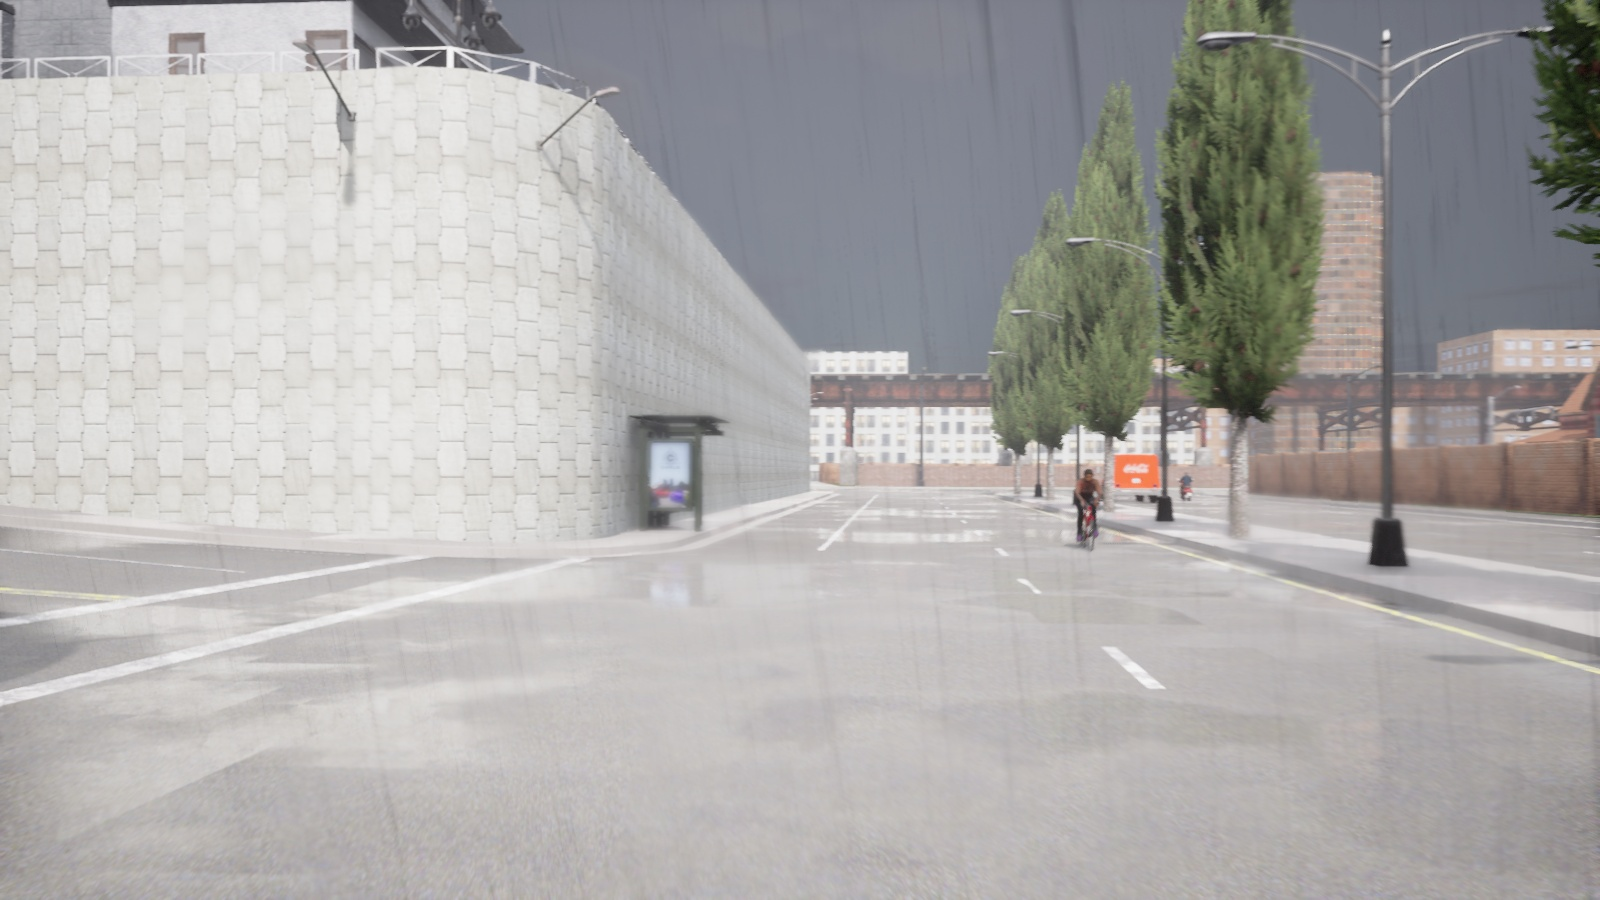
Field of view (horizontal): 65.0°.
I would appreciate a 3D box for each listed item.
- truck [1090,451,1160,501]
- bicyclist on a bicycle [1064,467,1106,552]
[{"bbox_3d":[16.834,1.335,65.369,2.627,2.467,5.204,0,-1,4],"label":"truck"},{"bbox_3d":[5.649,1.156,24.954,0.582,1.620,1.656,0,-1,4],"label":"bicyclist on a bicycle"}]
